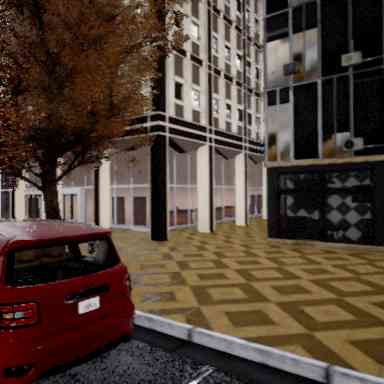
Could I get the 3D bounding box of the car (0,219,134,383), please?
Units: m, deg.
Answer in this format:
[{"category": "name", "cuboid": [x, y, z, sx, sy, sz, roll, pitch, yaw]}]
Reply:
[{"category": "car", "cuboid": [-3.085, 1.352, 5.077, 5.009, 1.841, 2.192, 0, -1, 35]}]
